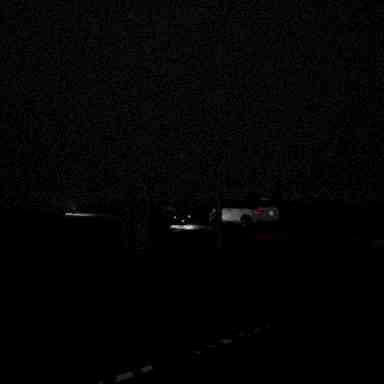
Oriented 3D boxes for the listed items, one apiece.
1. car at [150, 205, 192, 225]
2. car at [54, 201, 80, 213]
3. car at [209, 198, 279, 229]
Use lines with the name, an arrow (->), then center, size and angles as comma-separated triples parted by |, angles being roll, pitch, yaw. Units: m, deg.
car -> -2.303, 1.761, 26.337 | 2.033, 1.411, 5.357 | 1, -1, -38
car -> -16.101, 1.918, 42.712 | 2.128, 1.511, 4.902 | 1, -2, -42
car -> 3.533, 1.452, 23.325 | 2.150, 2.045, 5.566 | 2, -2, -34
